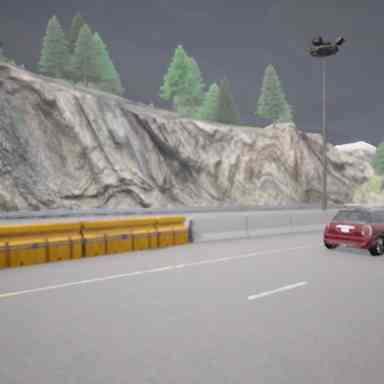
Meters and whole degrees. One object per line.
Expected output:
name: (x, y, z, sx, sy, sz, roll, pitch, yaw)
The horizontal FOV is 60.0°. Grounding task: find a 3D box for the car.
car: (7.499, 1.437, 13.659, 4.553, 1.767, 2.097, 0, 0, -34)
